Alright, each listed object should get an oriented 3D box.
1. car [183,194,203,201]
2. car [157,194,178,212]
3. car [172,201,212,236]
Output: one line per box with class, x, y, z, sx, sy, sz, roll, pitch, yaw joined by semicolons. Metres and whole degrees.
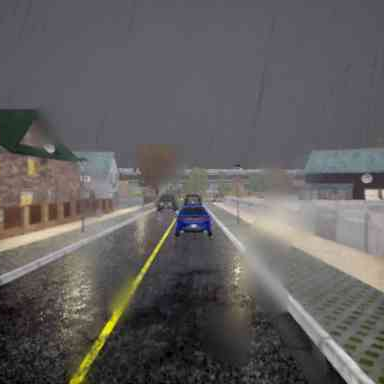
car;0.084;1.275;39.829;2.150;2.045;5.566;0;0;0
car;-2.831;1.276;39.086;2.150;2.045;5.566;0;0;0
car;0.087;1.497;18.619;1.882;1.535;5.008;0;0;0
